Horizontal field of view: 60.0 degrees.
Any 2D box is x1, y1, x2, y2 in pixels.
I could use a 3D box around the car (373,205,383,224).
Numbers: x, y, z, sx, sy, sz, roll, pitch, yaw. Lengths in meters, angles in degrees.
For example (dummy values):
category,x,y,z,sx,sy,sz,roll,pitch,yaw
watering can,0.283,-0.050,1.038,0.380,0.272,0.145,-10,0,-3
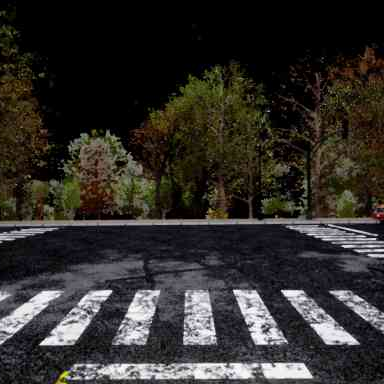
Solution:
category,x,y,z,sx,sy,sz,roll,pitch,yaw
car,14.632,1.127,21.171,5.566,2.045,2.150,-1,-1,1
